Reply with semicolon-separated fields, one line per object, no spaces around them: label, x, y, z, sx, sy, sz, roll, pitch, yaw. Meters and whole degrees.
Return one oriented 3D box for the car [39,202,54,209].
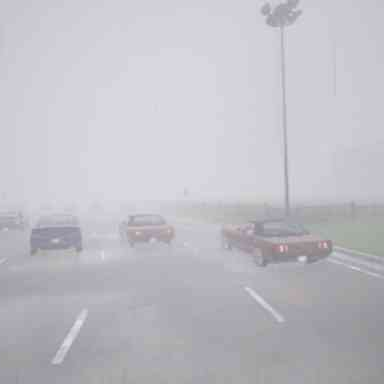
car;-22.798;2.283;52.018;1.837;1.490;4.892;-2;0;-20

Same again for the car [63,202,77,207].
car;-17.033;2.144;46.302;2.033;1.411;5.357;-2;0;-20

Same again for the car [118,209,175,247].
car;-2.319;1.700;15.712;1.895;1.301;4.718;-2;0;-19

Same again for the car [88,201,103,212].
car;-13.871;2.030;47.838;1.812;1.442;4.674;-2;0;-20

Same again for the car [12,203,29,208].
car;-25.883;2.360;50.253;2.128;1.511;4.902;-2;0;-20

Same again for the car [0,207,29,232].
car;-12.231;2.009;22.624;1.895;1.301;4.718;-2;0;-20

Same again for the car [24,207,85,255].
car;-5.828;1.679;14.663;1.882;1.535;5.008;-1;0;-18

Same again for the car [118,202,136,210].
car;-8.567;1.938;43.387;1.895;1.301;4.718;-2;0;-20

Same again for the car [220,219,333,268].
car;2.473;1.548;11.223;1.895;1.301;4.718;-2;0;-14
